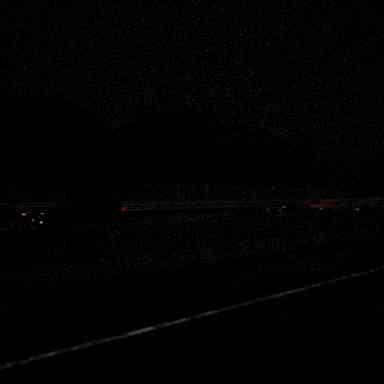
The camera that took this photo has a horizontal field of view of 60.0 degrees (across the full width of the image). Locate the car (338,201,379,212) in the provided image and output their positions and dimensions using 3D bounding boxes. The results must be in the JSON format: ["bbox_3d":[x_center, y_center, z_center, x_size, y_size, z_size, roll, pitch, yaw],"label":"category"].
[{"bbox_3d":[16.976,1.651,33.283,4.674,1.442,1.812,0,0,-35],"label":"car"}]

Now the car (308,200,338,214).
[{"bbox_3d":[14.611,1.603,35.892,5.008,1.535,1.882,0,0,-35],"label":"car"}]

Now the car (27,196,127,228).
[{"bbox_3d":[-6.831,1.267,20.612,5.566,2.045,2.150,0,0,-36],"label":"car"}]

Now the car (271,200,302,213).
[{"bbox_3d":[10.193,1.612,37.042,4.902,1.511,2.128,0,0,-35],"label":"car"}]

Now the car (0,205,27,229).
[{"bbox_3d":[-12.677,1.539,20.471,4.674,1.442,1.812,0,0,-37],"label":"car"}]

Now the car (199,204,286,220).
[{"bbox_3d":[2.585,1.628,18.729,5.357,1.411,2.033,0,0,-35],"label":"car"}]
